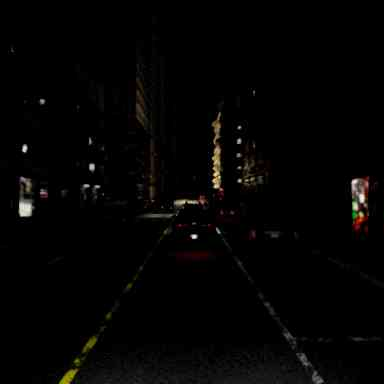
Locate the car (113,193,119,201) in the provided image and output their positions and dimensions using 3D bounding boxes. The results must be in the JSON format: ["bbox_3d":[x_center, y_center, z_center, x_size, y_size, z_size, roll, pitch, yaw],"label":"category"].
[{"bbox_3d":[-17.696,1.061,68.887,5.009,1.841,2.192,1,-1,0],"label":"car"}]

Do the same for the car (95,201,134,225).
[{"bbox_3d":[-5.690,1.588,24.093,1.802,1.307,4.206,0,0,0],"label":"car"}]

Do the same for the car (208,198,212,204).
[{"bbox_3d":[2.691,1.534,29.948,1.752,1.417,4.829,0,0,0],"label":"car"}]

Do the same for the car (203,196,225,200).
[{"bbox_3d":[2.691,1.327,35.461,2.192,1.841,5.009,0,0,0],"label":"car"}]

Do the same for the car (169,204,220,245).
[{"bbox_3d":[0.091,1.508,15.551,1.837,1.490,4.892,0,0,0],"label":"car"}]

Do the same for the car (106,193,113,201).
[{"bbox_3d":[-17.561,1.036,60.509,5.009,1.841,2.192,1,-1,0],"label":"car"}]

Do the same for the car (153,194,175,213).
[{"bbox_3d":[-3.095,1.235,37.460,2.150,2.045,5.566,0,0,0],"label":"car"}]

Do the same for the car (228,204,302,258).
[{"bbox_3d":[2.691,1.443,12.730,1.967,1.590,4.097,0,0,0],"label":"car"}]

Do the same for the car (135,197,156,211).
[{"bbox_3d":[-5.690,1.455,41.141,1.967,1.590,4.097,0,0,0],"label":"car"}]

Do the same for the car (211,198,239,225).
[{"bbox_3d":[2.691,1.446,24.095,1.967,1.590,4.097,0,0,0],"label":"car"}]

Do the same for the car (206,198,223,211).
[{"bbox_3d":[2.690,1.540,41.313,1.752,1.417,4.829,0,0,0],"label":"car"}]

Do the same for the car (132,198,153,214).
[{"bbox_3d":[-5.690,1.452,35.458,1.967,1.590,4.097,0,0,0],"label":"car"}]

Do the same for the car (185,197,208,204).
[{"bbox_3d":[0.092,1.500,30.867,2.128,1.511,4.902,0,0,0],"label":"car"}]
